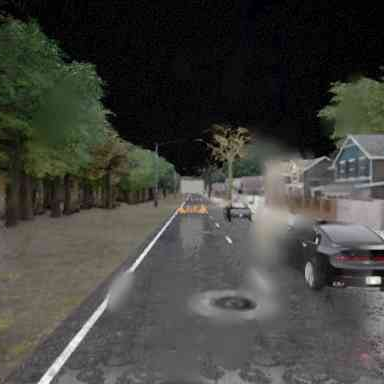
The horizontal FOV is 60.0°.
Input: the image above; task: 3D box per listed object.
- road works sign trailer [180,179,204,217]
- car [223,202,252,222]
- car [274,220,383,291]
[{"bbox_3d":[0.008,0.520,32.286,2.380,3.560,2.880,0,0,0],"label":"road works sign trailer"},{"bbox_3d":[3.604,1.536,26.894,2.128,1.511,4.902,0,0,0],"label":"car"},{"bbox_3d":[3.602,1.517,9.027,1.837,1.490,4.892,0,0,0],"label":"car"}]
